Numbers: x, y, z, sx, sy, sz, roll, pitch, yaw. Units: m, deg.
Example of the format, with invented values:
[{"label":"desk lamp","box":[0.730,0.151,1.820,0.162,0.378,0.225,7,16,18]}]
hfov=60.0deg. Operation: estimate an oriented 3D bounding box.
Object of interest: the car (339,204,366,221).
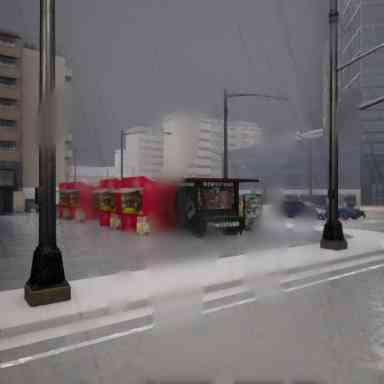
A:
[{"label":"car","box":[12.191,1.661,29.115,2.033,1.411,5.357,0,-1,-36]}]

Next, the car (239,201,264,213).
[{"label":"car","box":[5.922,1.720,37.754,1.882,1.535,5.008,0,-1,-36]}]

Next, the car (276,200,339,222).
[{"label":"car","box":[9.175,1.465,27.310,2.097,1.767,4.553,0,-1,-36]}]
